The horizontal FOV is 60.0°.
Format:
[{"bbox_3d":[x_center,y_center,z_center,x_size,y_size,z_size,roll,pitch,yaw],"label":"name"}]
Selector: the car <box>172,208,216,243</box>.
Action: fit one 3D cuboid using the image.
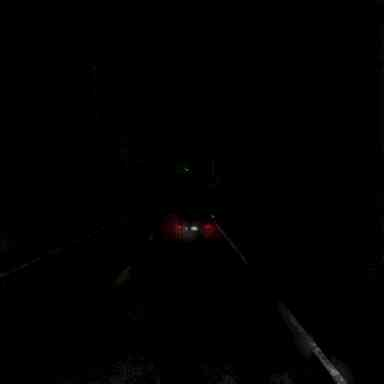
[{"bbox_3d":[0.078,1.445,15.327,2.033,1.411,5.357,0,0,0],"label":"car"}]
